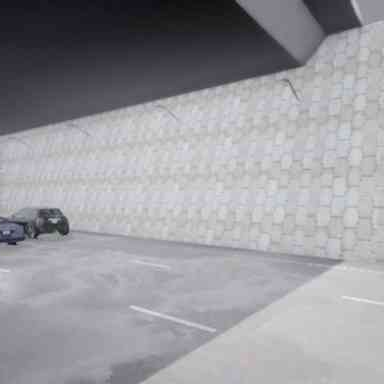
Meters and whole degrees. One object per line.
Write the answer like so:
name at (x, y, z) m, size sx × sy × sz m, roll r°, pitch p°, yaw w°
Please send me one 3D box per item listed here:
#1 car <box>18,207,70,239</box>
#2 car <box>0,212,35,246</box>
car at (-9.180, 1.636, 19.353) m, size 4.553 × 1.767 × 2.097 m, roll 0°, pitch -1°, yaw 36°
car at (-9.821, 1.752, 15.479) m, size 5.357 × 1.411 × 2.033 m, roll 0°, pitch -1°, yaw 36°
